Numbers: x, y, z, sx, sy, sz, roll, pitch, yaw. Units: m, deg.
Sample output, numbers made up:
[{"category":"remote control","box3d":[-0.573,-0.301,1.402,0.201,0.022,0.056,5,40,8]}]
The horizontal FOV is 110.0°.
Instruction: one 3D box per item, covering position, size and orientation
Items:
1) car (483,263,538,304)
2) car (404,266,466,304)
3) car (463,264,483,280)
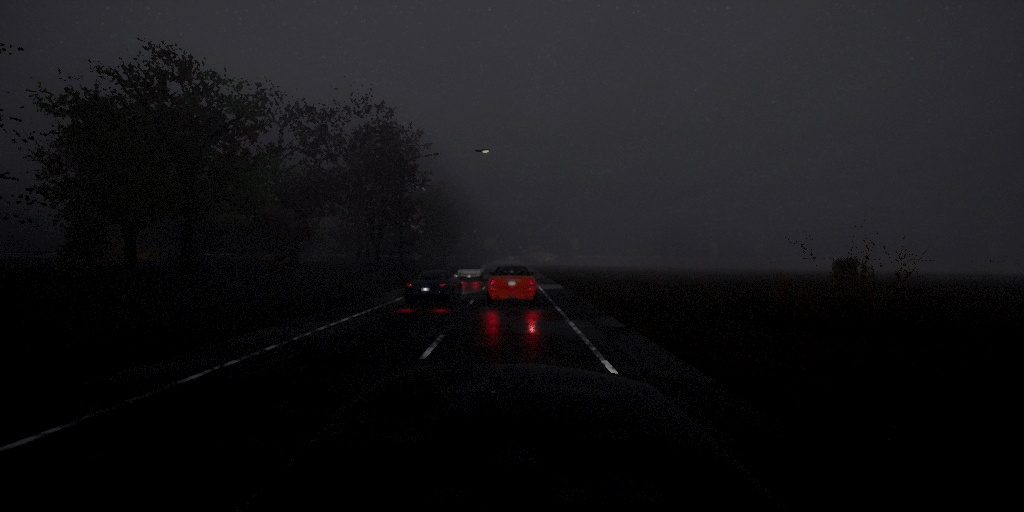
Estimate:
[{"category":"car","box3d":[0.000,1.118,16.471,2.097,1.767,4.553,0,0,0]},{"category":"car","box3d":[-3.500,1.325,16.500,1.994,1.385,4.181,0,0,0]},{"category":"car","box3d":[-3.500,1.372,31.531,1.895,1.301,4.718,0,0,0]}]
